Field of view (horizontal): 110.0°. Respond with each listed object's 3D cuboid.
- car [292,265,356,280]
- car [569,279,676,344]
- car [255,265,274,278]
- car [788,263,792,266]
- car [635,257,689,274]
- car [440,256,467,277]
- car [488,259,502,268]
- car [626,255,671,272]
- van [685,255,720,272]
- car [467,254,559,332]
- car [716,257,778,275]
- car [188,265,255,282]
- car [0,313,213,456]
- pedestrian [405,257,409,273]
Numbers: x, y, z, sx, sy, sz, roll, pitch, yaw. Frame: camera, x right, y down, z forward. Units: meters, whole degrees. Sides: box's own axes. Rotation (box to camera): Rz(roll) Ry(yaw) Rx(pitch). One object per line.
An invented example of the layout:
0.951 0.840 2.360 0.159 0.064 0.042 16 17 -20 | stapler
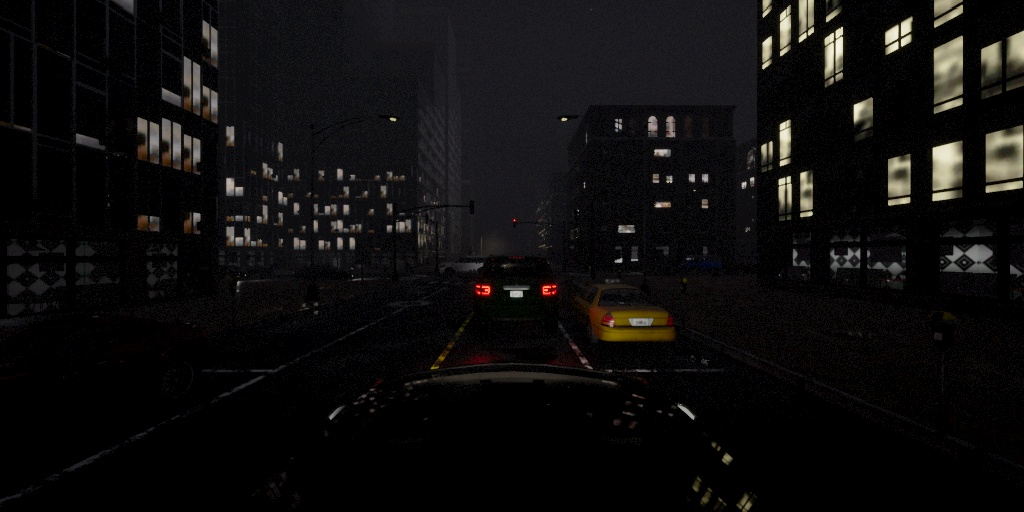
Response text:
-17.707 1.514 33.824 5.357 1.411 2.033 -1 0 -1 | car
2.561 1.275 9.429 1.751 1.417 4.829 0 0 0 | car
-28.422 1.648 39.064 4.403 1.370 2.007 0 0 -1 | car
31.453 0.883 37.349 5.357 1.411 2.033 -1 0 -1 | car
15.483 1.096 37.176 4.181 1.385 1.994 -1 0 -1 | car
-4.536 1.010 36.948 5.566 2.045 2.150 -1 0 -1 | car
-2.858 1.300 60.769 2.033 1.411 5.357 0 0 0 | car
15.304 0.844 39.641 5.009 1.841 2.192 0 0 -1 | car
20.959 0.800 39.703 3.998 1.789 1.690 0 0 -1 | van
0.094 0.971 10.983 2.150 2.045 5.566 0 0 0 | car
21.071 1.019 31.823 4.507 1.381 1.888 0 0 -1 | car
-27.521 1.602 33.694 4.892 1.490 1.837 -1 0 -1 | car
-5.316 1.332 3.695 1.802 1.307 4.207 0 0 0 | car
-12.371 1.020 42.257 0.375 1.860 0.375 0 1 -1 | pedestrian
